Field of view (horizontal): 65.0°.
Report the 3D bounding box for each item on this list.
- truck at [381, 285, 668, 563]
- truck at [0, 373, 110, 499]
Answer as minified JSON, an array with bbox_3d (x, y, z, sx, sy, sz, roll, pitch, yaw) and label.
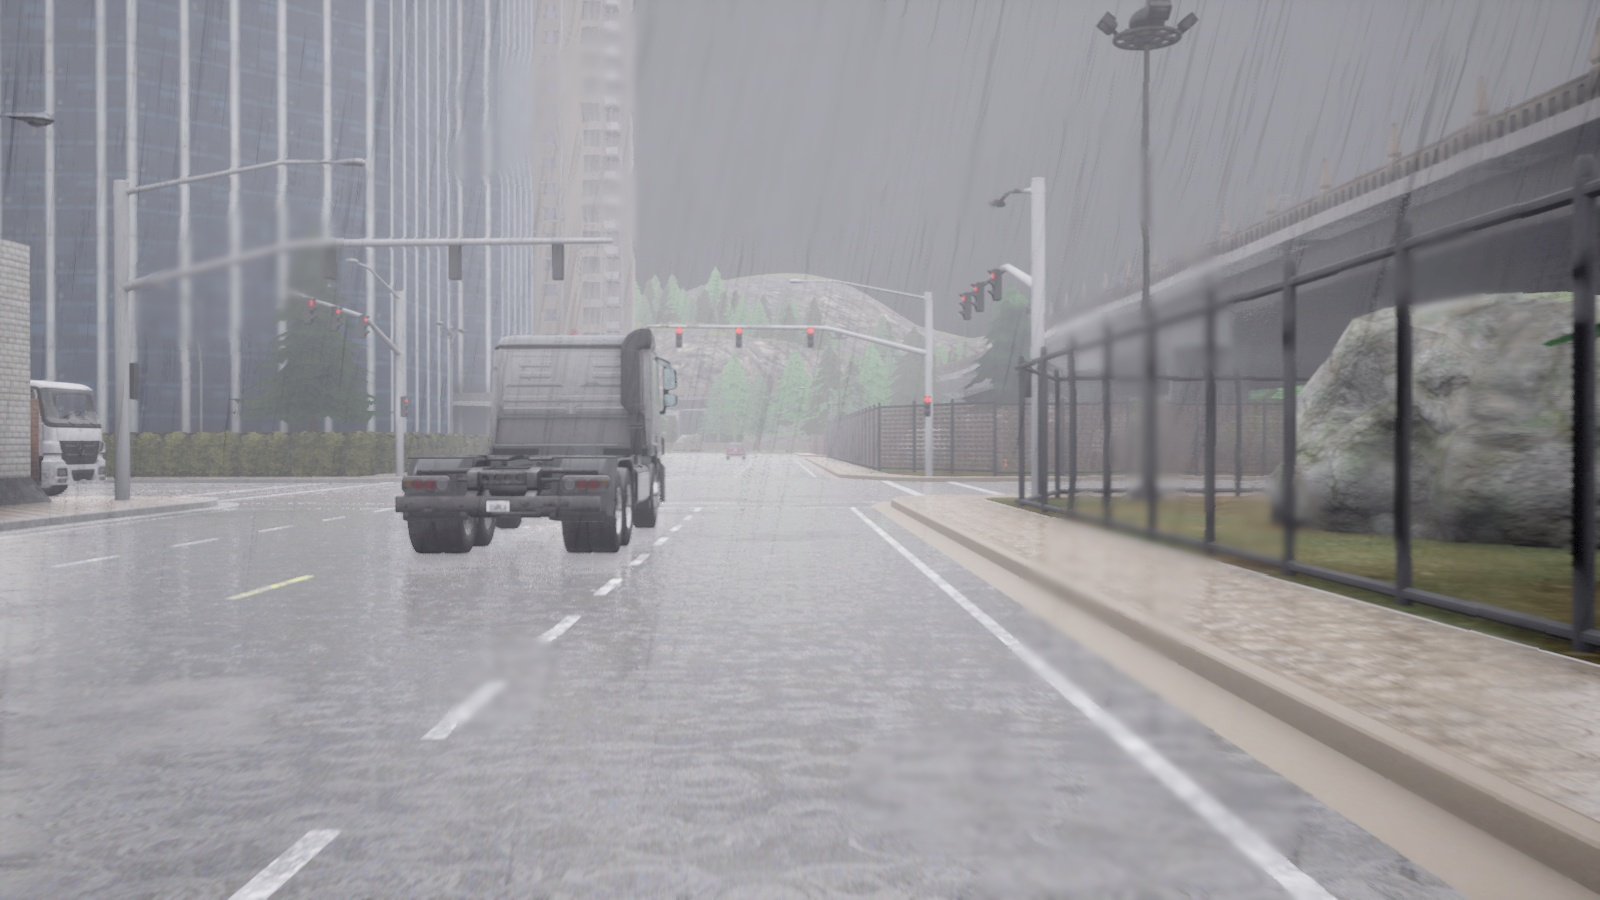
[{"bbox_3d":[-3.853,-0.348,19.644,2.891,3.462,7.936,0,0,-1],"label":"truck"},{"bbox_3d":[-24.487,-0.392,35.873,7.936,3.462,2.891,0,0,-1],"label":"truck"}]
